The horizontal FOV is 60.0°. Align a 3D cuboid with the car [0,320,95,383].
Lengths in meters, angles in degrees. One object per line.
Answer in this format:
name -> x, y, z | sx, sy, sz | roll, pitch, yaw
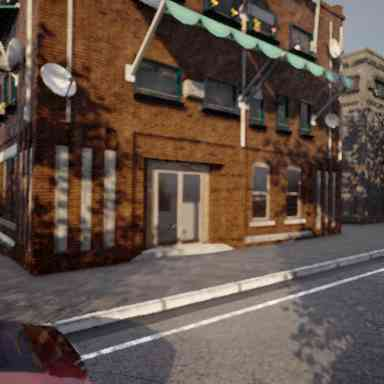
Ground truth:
car -> -2.663, 1.566, 1.806 | 4.181, 1.385, 1.994 | 0, 0, -35
